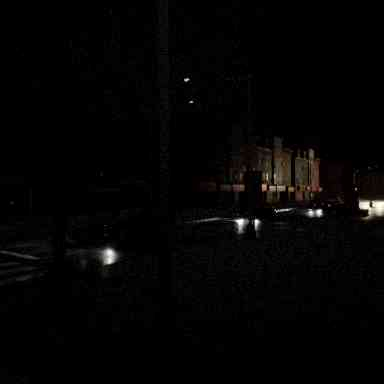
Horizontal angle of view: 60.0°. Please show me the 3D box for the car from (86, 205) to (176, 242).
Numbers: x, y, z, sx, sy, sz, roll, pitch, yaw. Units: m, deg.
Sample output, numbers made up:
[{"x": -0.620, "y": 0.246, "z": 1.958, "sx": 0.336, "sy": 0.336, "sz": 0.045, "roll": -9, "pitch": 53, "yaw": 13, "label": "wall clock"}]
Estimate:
[{"x": -2.911, "y": 1.464, "z": 16.737, "sx": 1.882, "sy": 1.535, "sz": 5.008, "roll": -1, "pitch": 0, "yaw": 37, "label": "car"}]

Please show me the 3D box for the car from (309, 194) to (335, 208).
[{"x": 17.154, "y": 1.422, "z": 44.561, "sx": 2.128, "sy": 1.511, "sz": 4.902, "roll": -1, "pitch": 0, "yaw": 36, "label": "car"}]

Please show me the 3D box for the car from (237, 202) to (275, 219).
[{"x": 5.531, "y": 1.522, "z": 28.506, "sx": 1.994, "sy": 1.385, "sz": 4.181, "roll": -1, "pitch": 0, "yaw": 36, "label": "car"}]

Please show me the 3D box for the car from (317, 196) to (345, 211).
[{"x": 16.603, "y": 1.470, "z": 38.986, "sx": 1.994, "sy": 1.385, "sz": 4.181, "roll": -1, "pitch": 0, "yaw": 36, "label": "car"}]

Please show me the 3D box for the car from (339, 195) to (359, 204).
[{"x": 22.359, "y": 1.487, "z": 47.101, "sx": 1.895, "sy": 1.301, "sz": 4.718, "roll": -1, "pitch": 0, "yaw": 36, "label": "car"}]
